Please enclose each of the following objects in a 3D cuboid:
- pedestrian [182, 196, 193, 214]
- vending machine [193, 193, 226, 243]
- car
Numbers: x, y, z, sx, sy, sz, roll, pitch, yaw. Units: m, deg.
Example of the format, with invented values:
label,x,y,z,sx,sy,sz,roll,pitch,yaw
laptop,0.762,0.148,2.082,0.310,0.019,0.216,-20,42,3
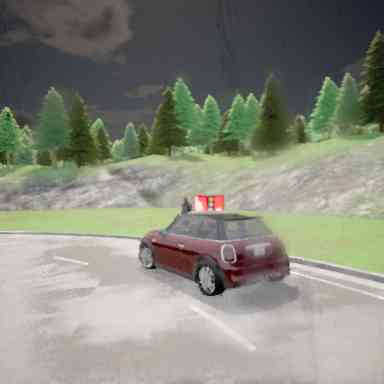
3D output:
label,x,y,z,sx,sy,sz,roll,pitch,yaw
pedestrian,-0.220,1.089,14.845,0.375,1.860,0.375,-1,0,41
vending machine,0.783,1.116,14.713,0.880,2.100,1.100,-1,0,43
car,0.299,1.308,8.849,2.097,1.767,4.553,-2,0,-32
